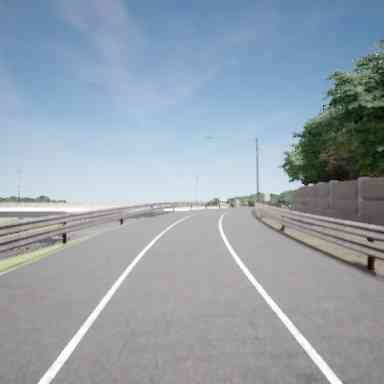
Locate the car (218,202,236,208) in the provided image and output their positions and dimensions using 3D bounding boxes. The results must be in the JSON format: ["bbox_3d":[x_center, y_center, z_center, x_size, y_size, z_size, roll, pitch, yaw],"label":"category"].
[{"bbox_3d":[9.851,3.762,93.401,5.566,2.045,2.150,2,-4,-33],"label":"car"}]

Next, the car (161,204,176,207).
[{"bbox_3d":[-5.550,3.419,85.315,4.553,1.767,2.097,1,-4,-23],"label":"car"}]
